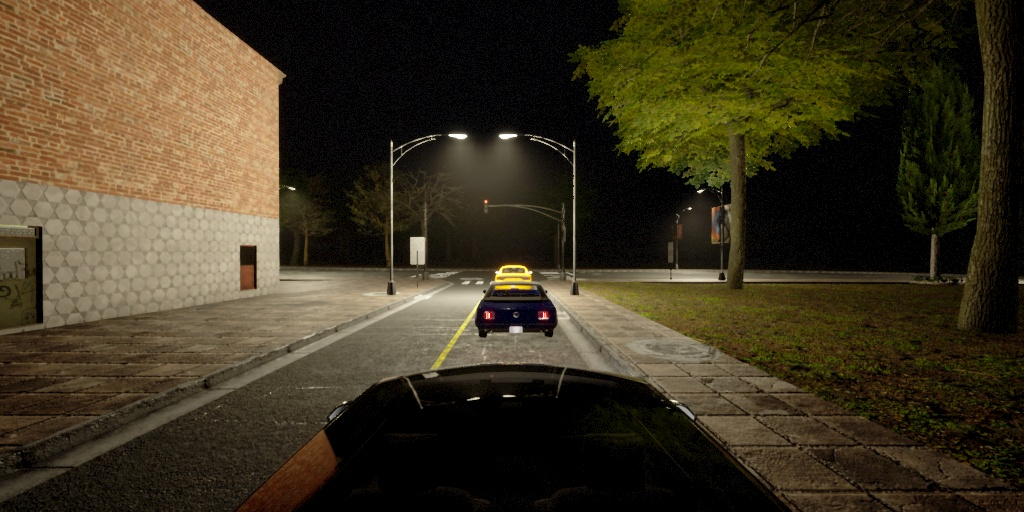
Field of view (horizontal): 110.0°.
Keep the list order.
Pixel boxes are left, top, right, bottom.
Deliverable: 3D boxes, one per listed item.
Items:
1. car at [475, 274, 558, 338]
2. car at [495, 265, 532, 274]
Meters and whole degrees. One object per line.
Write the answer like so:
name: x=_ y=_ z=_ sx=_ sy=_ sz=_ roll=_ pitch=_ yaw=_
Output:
car: x=0.095 y=1.356 z=10.202 sx=1.895 sy=1.301 sz=4.718 roll=0 pitch=0 yaw=0
car: x=0.093 y=1.255 z=19.547 sx=1.882 sy=1.535 sz=5.008 roll=0 pitch=0 yaw=1
